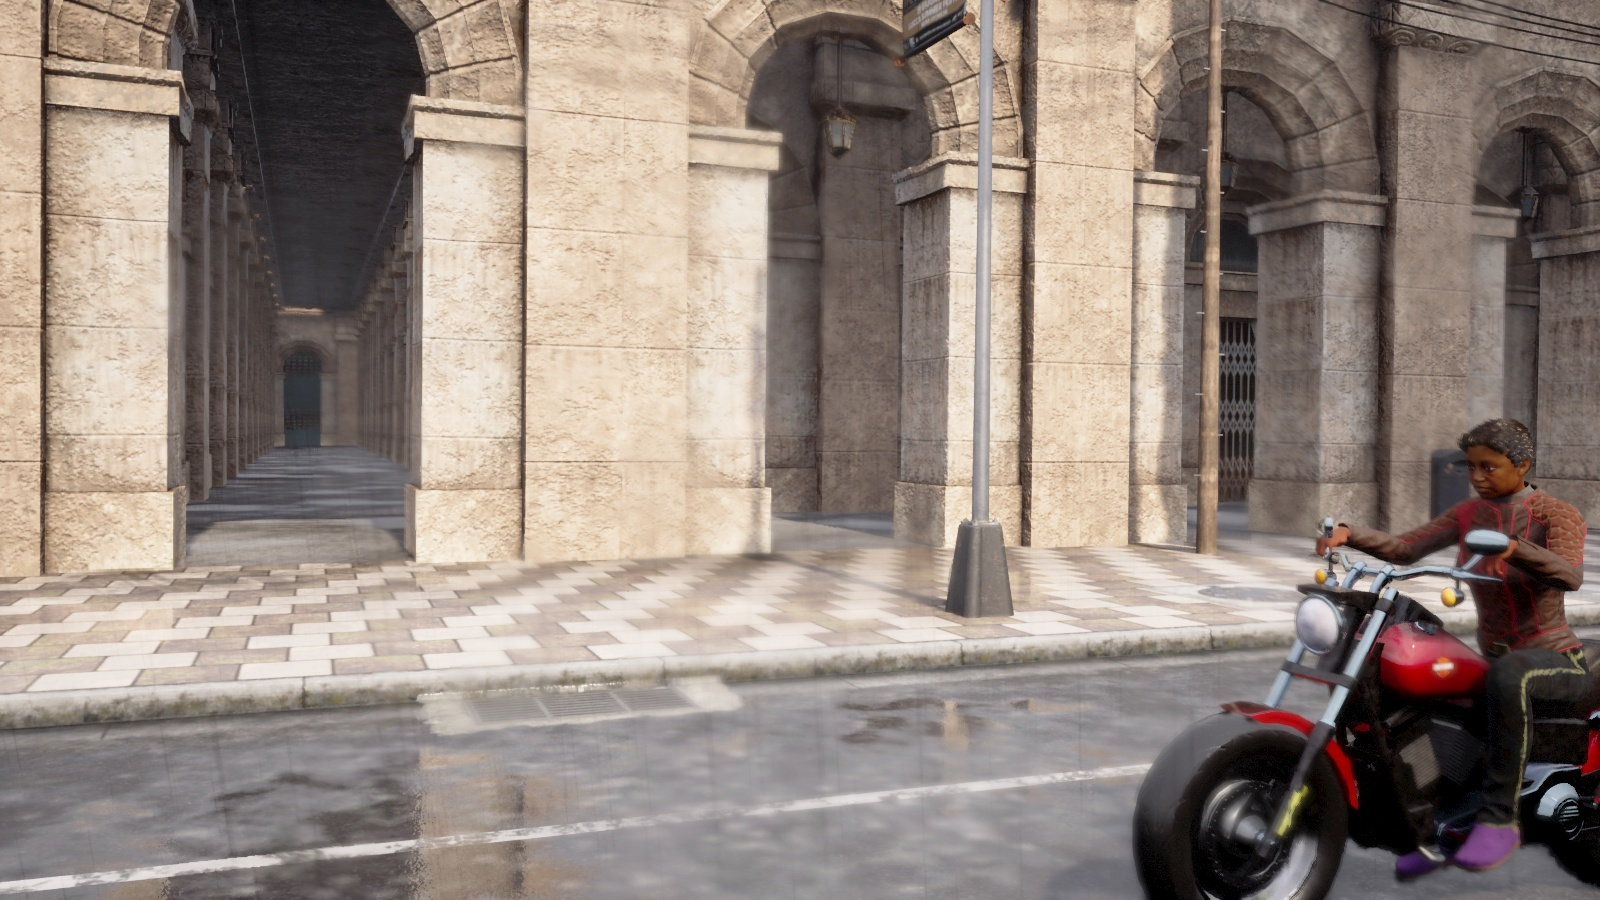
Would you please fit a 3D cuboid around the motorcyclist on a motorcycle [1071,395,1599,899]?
[{"bbox_3d":[2.107,0.660,4.062,2.350,1.649,0.766,-1,1,-21],"label":"motorcyclist on a motorcycle"}]
